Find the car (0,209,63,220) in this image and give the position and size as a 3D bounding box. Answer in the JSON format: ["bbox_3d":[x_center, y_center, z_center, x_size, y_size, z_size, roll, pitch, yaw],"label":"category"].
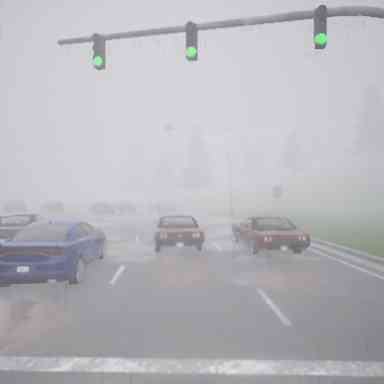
[{"bbox_3d":[-7.845,1.688,15.635,1.895,1.301,4.718,0,0,-7],"label":"car"}]

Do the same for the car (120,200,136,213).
[{"bbox_3d":[-8.130,1.689,39.770,1.812,1.442,4.674,0,0,-29],"label":"car"}]

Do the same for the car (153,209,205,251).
[{"bbox_3d":[-0.678,1.649,14.439,1.895,1.301,4.718,0,0,-6],"label":"car"}]

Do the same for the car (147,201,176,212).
[{"bbox_3d":[-3.695,1.741,39.244,1.895,1.301,4.718,0,0,-28],"label":"car"}]

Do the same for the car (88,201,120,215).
[{"bbox_3d":[-9.665,1.705,35.457,2.033,1.411,5.357,0,0,-28],"label":"car"}]

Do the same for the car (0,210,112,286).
[{"bbox_3d":[-3.812,1.527,9.667,1.882,1.535,5.008,0,0,-4],"label":"car"}]

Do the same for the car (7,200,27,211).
[{"bbox_3d":[-21.339,1.721,39.968,2.128,1.511,4.902,0,0,-40],"label":"car"}]

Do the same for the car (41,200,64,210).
[{"bbox_3d":[-16.666,1.711,39.695,1.837,1.490,4.892,1,-1,-36],"label":"car"}]

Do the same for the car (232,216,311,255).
[{"bbox_3d":[2.928,1.629,13.509,1.895,1.301,4.718,0,0,-5],"label":"car"}]

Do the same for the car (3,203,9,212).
[{"bbox_3d":[-11.572,1.588,17.078,1.882,1.535,5.008,0,0,-7],"label":"car"}]
